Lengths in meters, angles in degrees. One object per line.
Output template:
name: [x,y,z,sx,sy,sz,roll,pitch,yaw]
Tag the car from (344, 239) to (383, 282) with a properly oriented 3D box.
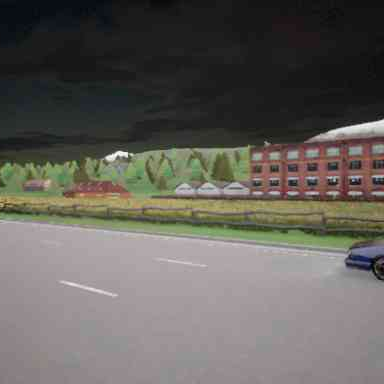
car: [6.623,1.524,7.890,5.357,1.411,2.033,0,0,35]
